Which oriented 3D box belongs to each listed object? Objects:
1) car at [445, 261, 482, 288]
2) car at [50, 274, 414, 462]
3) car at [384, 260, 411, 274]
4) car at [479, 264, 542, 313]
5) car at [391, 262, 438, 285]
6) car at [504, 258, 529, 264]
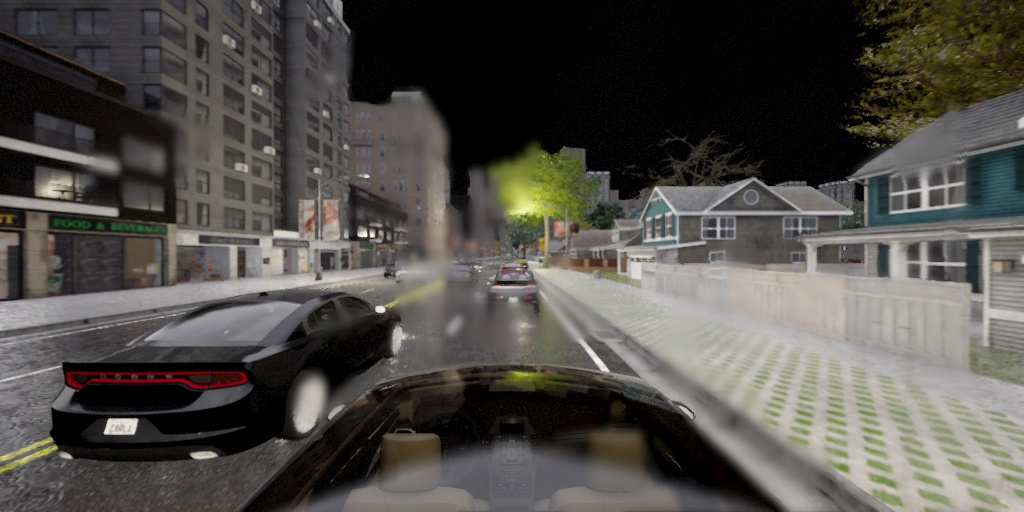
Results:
[{"bbox_3d":[-3.148,1.251,23.580,2.033,1.411,5.357,0,0,0],"label":"car"},{"bbox_3d":[-3.149,1.221,5.368,1.882,1.535,5.008,0,0,0],"label":"car"},{"bbox_3d":[-9.844,1.158,32.020,1.882,1.535,5.008,0,0,0],"label":"car"},{"bbox_3d":[0.099,1.215,13.751,2.128,1.511,4.902,0,0,0],"label":"car"},{"bbox_3d":[-6.599,1.301,25.133,1.895,1.301,4.718,0,0,0],"label":"car"},{"bbox_3d":[0.101,1.168,28.473,1.882,1.535,5.008,0,0,0],"label":"car"}]
